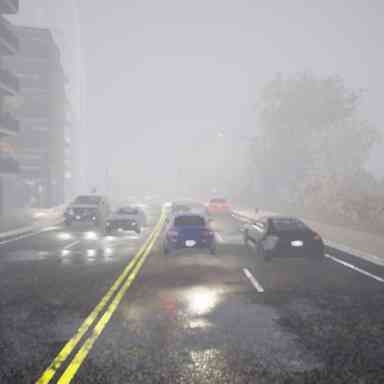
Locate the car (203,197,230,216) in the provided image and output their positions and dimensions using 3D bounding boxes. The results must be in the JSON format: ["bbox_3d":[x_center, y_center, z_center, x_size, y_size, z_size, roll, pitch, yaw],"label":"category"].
[{"bbox_3d":[2.255,1.298,31.757,2.097,1.767,4.553,0,0,-4],"label":"car"}]

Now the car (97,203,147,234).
[{"bbox_3d":[-3.728,1.527,19.532,2.033,1.411,5.357,0,0,-2],"label":"car"}]

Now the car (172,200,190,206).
[{"bbox_3d":[-1.223,1.546,35.198,1.895,1.301,4.718,0,0,-4],"label":"car"}]

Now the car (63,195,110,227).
[{"bbox_3d":[-7.094,1.204,23.158,2.150,2.045,5.566,0,0,-2],"label":"car"}]

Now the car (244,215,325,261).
[{"bbox_3d":[3.155,1.541,12.152,1.994,1.385,4.181,0,0,-1],"label":"car"}]

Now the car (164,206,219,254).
[{"bbox_3d":[-0.120,1.507,13.249,1.812,1.442,4.674,0,0,-2],"label":"car"}]
